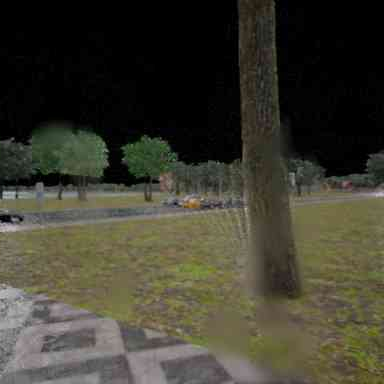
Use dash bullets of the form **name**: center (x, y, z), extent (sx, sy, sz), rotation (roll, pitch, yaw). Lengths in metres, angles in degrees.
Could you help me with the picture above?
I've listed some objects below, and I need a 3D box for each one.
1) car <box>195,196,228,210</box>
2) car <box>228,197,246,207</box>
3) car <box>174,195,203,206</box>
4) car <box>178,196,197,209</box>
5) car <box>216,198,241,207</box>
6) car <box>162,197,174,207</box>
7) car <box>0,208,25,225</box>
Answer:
- **car**: center (2.947, 1.754, 48.899), extent (1.837, 1.490, 4.892), rotation (0, 0, 36)
- **car**: center (8.676, 1.600, 56.915), extent (2.097, 1.767, 4.553), rotation (0, 0, 36)
- **car**: center (-0.035, 1.501, 55.971), extent (2.150, 2.045, 5.566), rotation (0, 0, 36)
- **car**: center (0.473, 1.740, 51.023), extent (1.882, 1.535, 5.008), rotation (0, 0, 36)
- **car**: center (6.545, 1.808, 59.515), extent (2.033, 1.411, 5.357), rotation (0, 0, 36)
- **car**: center (-3.132, 1.640, 57.251), extent (2.097, 1.767, 4.553), rotation (0, 0, 36)
- **car**: center (-14.845, 1.745, 24.351), extent (2.128, 1.511, 4.902), rotation (0, 0, 36)
